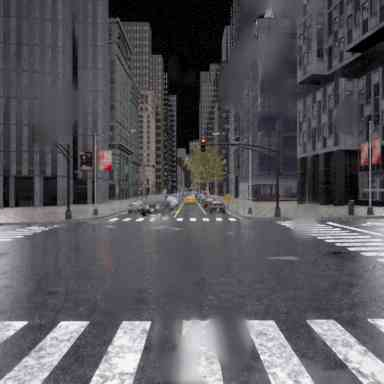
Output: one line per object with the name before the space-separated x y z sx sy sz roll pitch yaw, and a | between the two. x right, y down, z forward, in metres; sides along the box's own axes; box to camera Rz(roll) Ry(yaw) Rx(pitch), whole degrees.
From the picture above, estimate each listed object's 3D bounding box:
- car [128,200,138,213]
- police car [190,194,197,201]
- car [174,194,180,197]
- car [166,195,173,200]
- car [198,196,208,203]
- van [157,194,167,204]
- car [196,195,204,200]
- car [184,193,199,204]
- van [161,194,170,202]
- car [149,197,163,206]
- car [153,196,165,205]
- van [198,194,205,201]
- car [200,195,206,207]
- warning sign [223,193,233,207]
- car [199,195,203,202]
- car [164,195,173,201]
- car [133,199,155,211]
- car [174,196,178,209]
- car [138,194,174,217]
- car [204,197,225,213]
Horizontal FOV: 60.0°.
car | -5.863 1.556 36.311 2.008 1.369 4.403 0 0 0
police car | 0.452 1.463 90.537 1.930 1.638 5.238 0 0 0
car | -3.301 1.538 54.546 1.812 1.442 4.674 0 0 0
car | -6.233 1.624 93.766 1.802 1.307 4.206 0 0 0
car | 2.425 1.589 73.146 1.947 1.339 4.313 0 0 0
van | -6.059 1.360 66.700 1.690 1.788 3.998 0 0 0
car | 2.288 1.593 94.300 2.008 1.369 4.403 0 0 0
car | -0.161 1.493 61.605 1.882 1.535 5.008 0 0 0
van | -6.129 1.368 77.527 1.690 1.788 3.998 0 0 0
car | -5.989 1.579 55.874 1.947 1.339 4.313 0 0 0
car | -6.023 1.541 61.117 1.752 1.417 4.829 0 0 0
van | 2.356 1.373 83.723 1.690 1.788 3.998 0 0 0
car | 2.592 1.553 47.251 1.887 1.381 4.507 0 0 0
warning sign | 4.912 1.123 45.453 1.300 1.860 1.060 0 0 0
car | 2.557 1.562 52.695 2.008 1.369 4.403 0 0 0
car | -6.199 1.587 88.353 2.008 1.369 4.403 0 0 0
car | -5.895 1.557 41.303 2.008 1.369 4.403 0 0 0
car | -3.241 1.608 43.429 1.895 1.301 4.718 0 0 0
car | -3.310 1.223 31.733 2.150 2.045 5.566 0 0 3
car | 2.662 1.556 36.362 2.008 1.369 4.403 0 0 0
